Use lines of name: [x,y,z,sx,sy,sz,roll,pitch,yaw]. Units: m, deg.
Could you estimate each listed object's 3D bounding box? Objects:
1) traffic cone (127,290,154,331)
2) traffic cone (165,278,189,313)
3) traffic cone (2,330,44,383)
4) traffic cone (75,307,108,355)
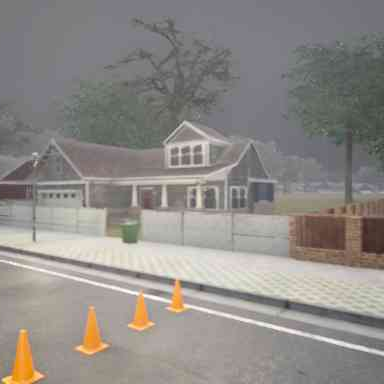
traffic cone: [-0.873,1.969,5.644,0.340,0.580,0.340,0,0,36]
traffic cone: [-0.290,1.970,6.457,0.340,0.580,0.340,0,0,36]
traffic cone: [-2.037,1.968,4.018,0.340,0.580,0.340,0,0,36]
traffic cone: [-1.455,1.969,4.831,0.340,0.580,0.340,0,0,36]
